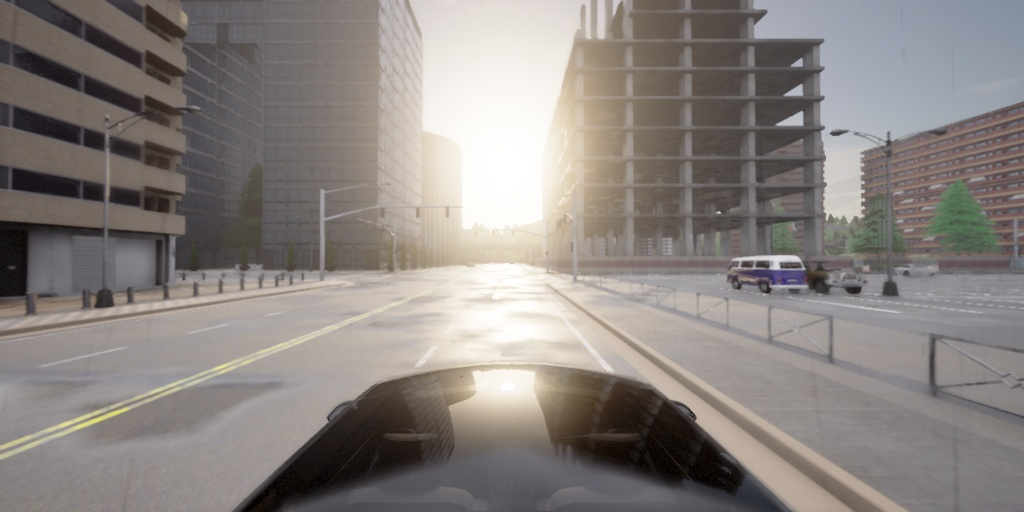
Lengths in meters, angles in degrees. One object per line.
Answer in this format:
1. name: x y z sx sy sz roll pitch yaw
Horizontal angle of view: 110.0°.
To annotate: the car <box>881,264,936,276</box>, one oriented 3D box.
1. car: 47.504 1.700 42.666 4.674 1.442 1.812 0 -1 0
